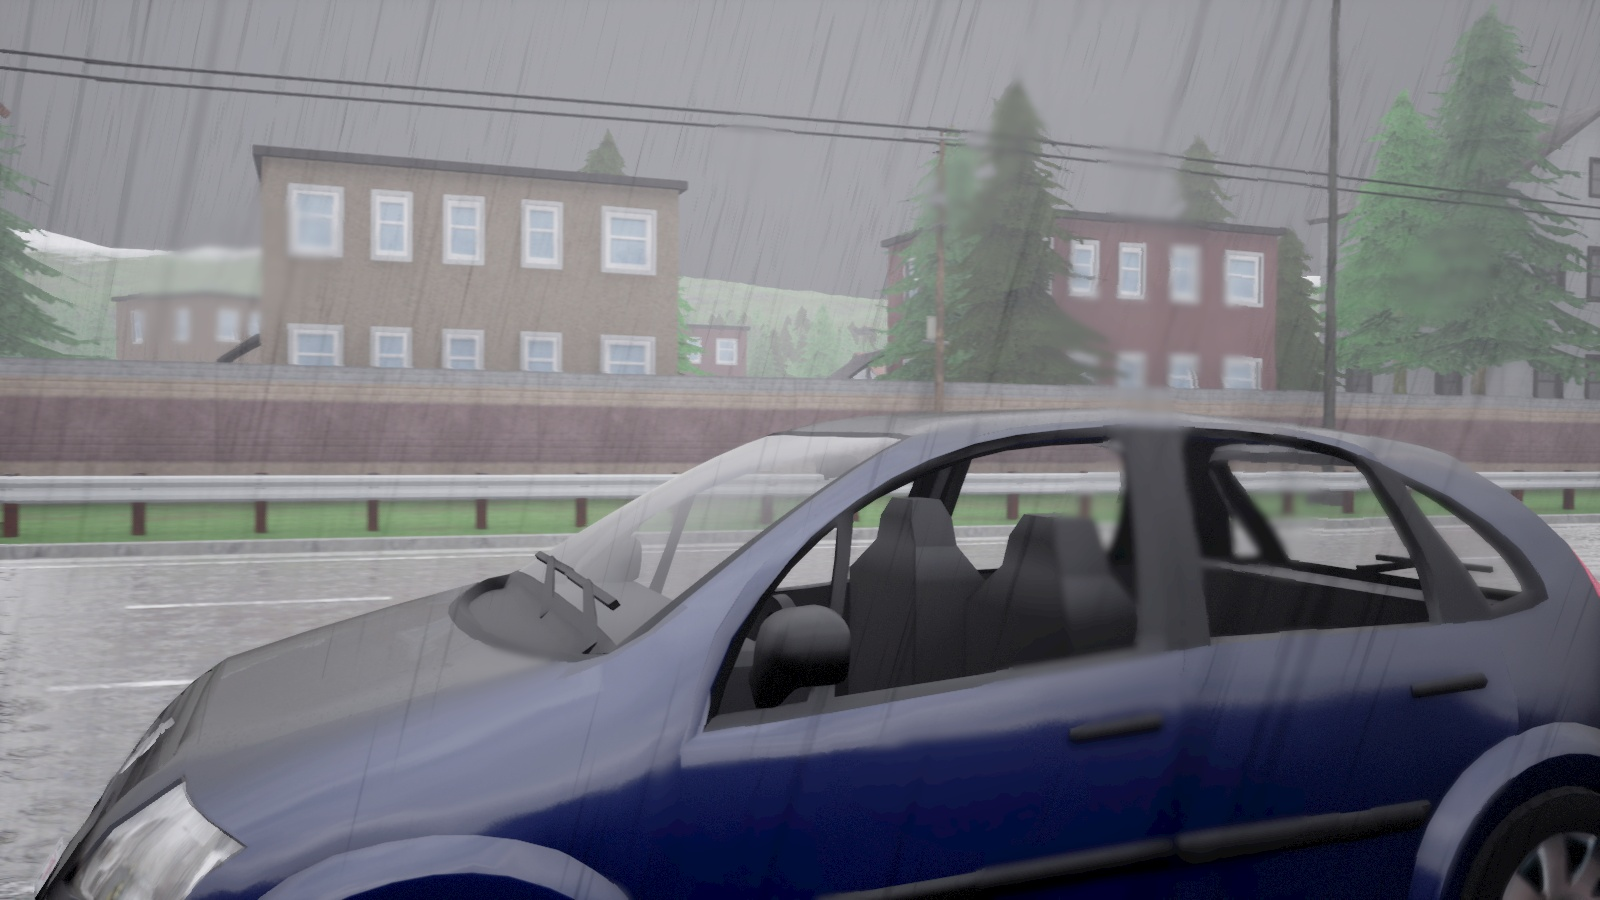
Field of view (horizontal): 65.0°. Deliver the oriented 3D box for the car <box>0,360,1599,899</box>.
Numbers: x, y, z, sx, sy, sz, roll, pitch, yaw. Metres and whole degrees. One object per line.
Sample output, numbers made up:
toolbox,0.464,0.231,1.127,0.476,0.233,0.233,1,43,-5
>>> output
car,0.289,0.638,3.348,3.988,1.617,1.851,-1,1,-21
